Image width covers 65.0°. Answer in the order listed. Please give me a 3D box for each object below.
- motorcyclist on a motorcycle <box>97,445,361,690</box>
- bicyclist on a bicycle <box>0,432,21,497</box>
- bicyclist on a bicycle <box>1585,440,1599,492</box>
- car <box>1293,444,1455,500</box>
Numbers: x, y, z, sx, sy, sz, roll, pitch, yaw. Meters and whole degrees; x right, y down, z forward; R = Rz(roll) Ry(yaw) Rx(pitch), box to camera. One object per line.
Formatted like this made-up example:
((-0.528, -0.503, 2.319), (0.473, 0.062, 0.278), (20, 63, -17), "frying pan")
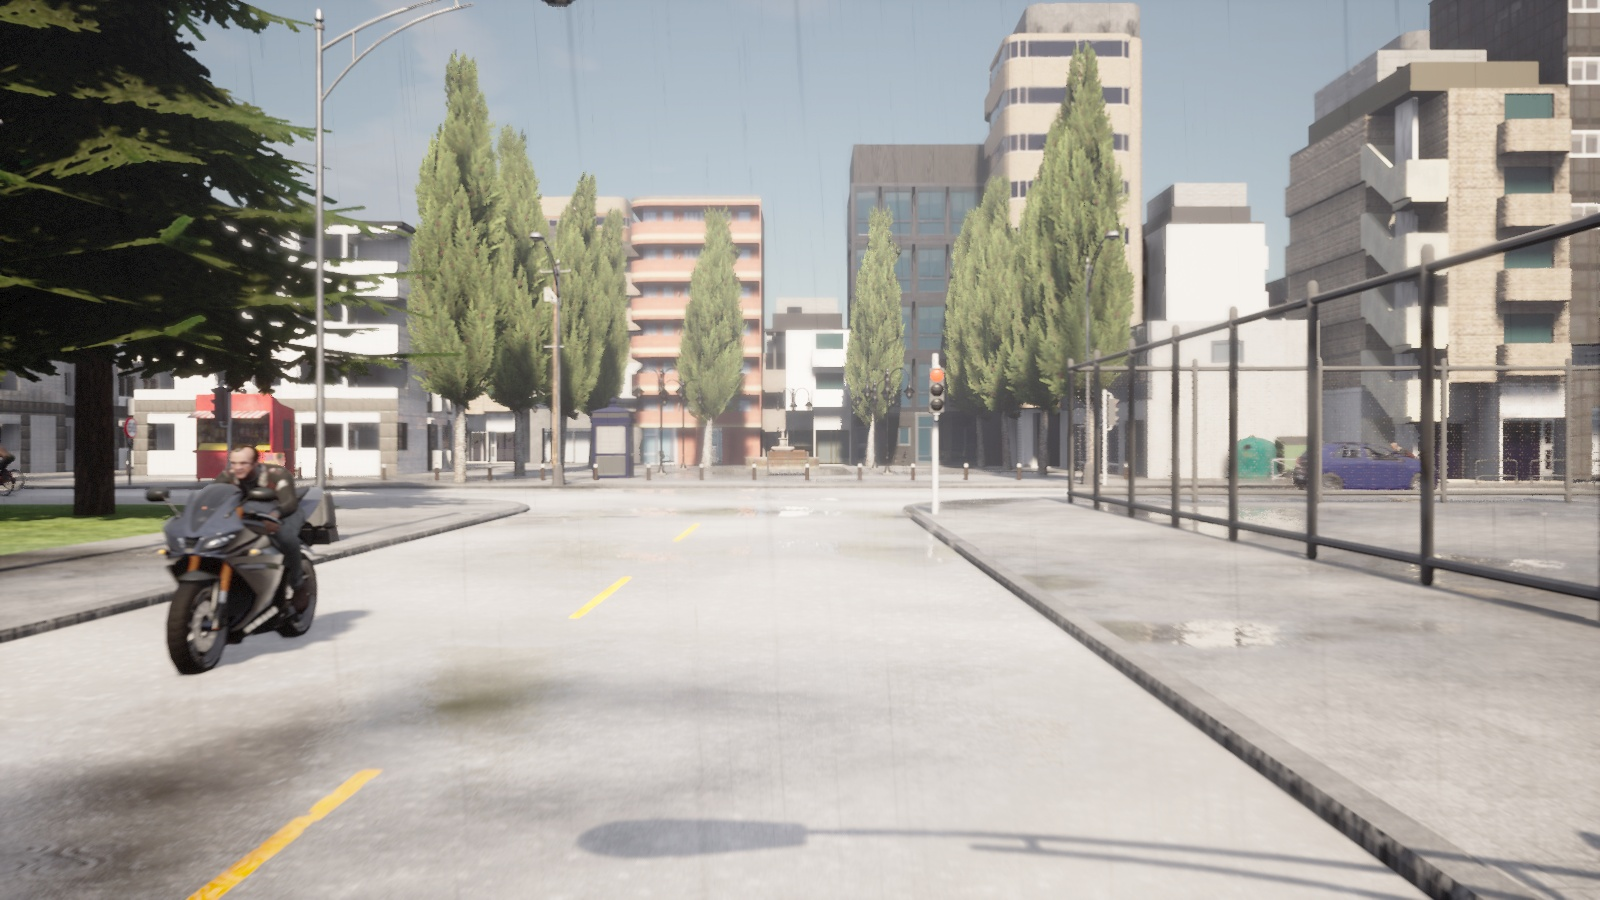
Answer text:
((-3.942, 0.728, 8.925), (0.866, 1.530, 2.191), (0, 0, 0), "motorcyclist on a motorcycle")
((-22.774, 0.402, 34.877), (1.843, 1.776, 0.659), (0, 0, 1), "bicyclist on a bicycle")
((25.209, 0.485, 38.659), (1.509, 1.612, 0.866), (0, 0, 1), "bicyclist on a bicycle")
((15.798, 0.577, 34.707), (3.633, 1.501, 1.845), (0, 0, 0), "car")
